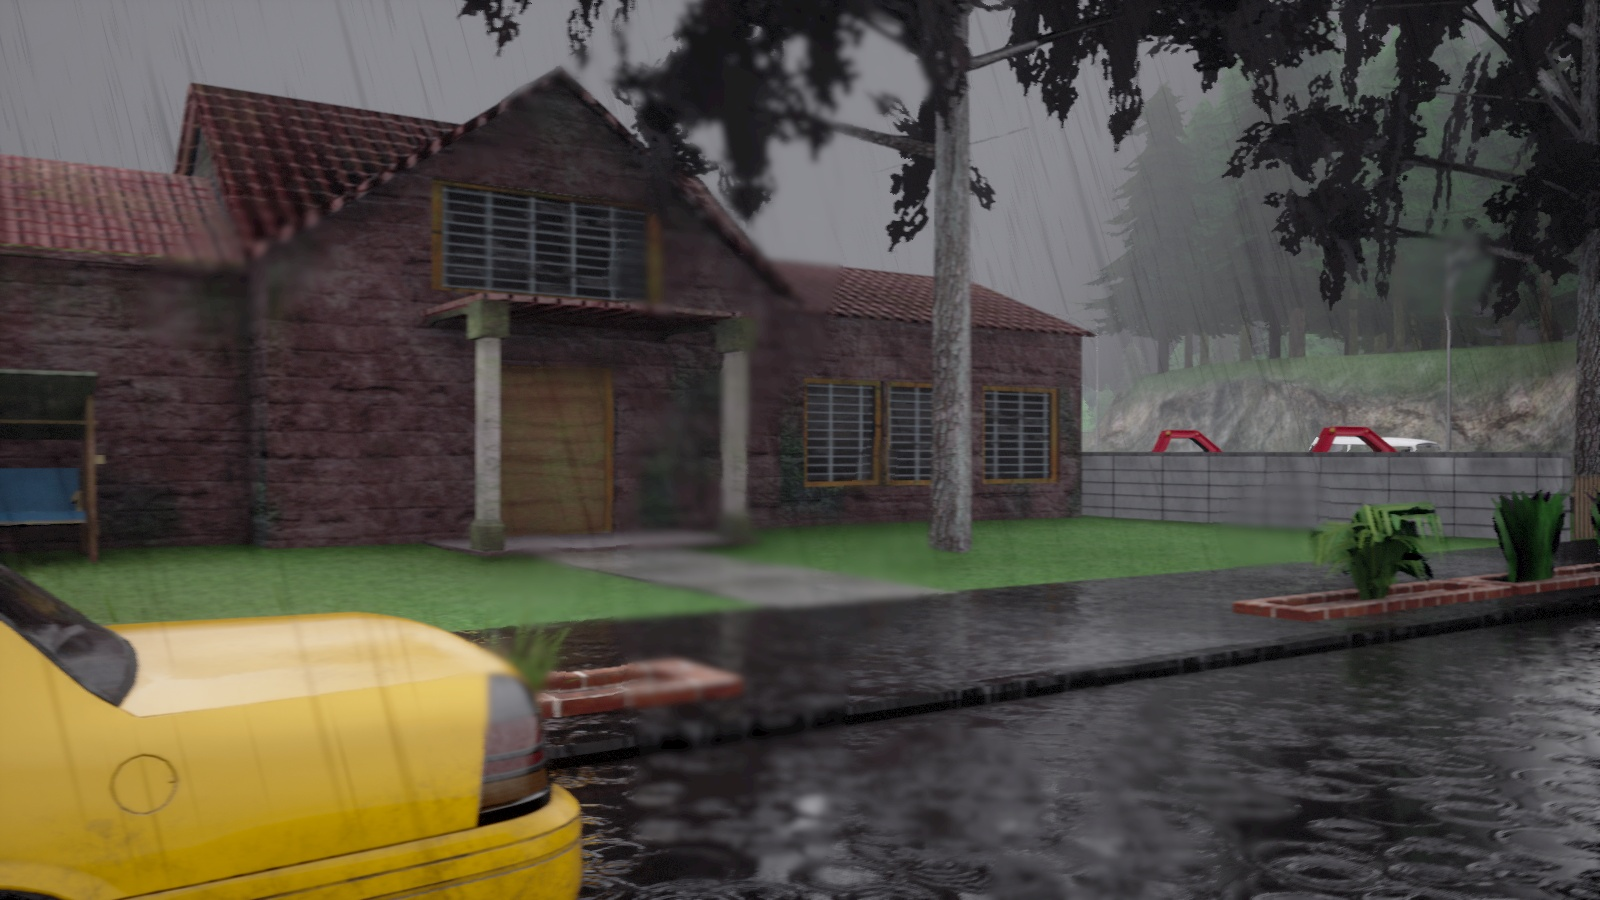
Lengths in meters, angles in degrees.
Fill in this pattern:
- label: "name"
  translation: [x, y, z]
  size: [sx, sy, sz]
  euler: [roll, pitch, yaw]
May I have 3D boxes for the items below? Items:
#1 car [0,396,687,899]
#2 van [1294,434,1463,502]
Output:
- label: "car"
  translation: [-2.985, 0.695, 2.191]
  size: [5.366, 1.575, 1.801]
  euler: [0, 0, -35]
- label: "van"
  translation: [18.493, 0.523, 40.351]
  size: [2.069, 2.038, 4.480]
  euler: [0, 1, -35]
